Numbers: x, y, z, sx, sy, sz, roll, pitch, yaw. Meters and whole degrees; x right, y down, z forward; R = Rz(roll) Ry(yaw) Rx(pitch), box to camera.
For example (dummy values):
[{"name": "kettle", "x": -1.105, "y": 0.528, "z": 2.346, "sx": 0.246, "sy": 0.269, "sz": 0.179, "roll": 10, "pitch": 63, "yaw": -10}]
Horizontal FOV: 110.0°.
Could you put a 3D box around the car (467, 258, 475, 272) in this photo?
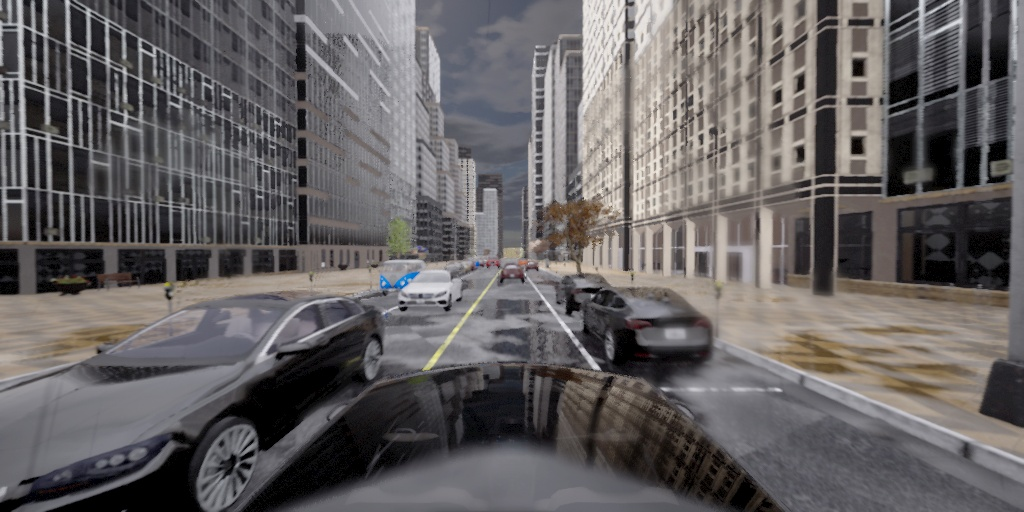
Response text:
[{"name": "car", "x": -5.750, "y": 1.297, "z": 41.518, "sx": 1.751, "sy": 1.417, "sz": 4.829, "roll": 0, "pitch": 0, "yaw": 0}]

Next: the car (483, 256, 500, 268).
[{"name": "car", "x": -3.124, "y": 1.008, "z": 60.644, "sx": 2.150, "sy": 2.045, "sz": 5.566, "roll": 0, "pitch": 0, "yaw": 0}]

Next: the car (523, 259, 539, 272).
[{"name": "car", "x": 2.622, "y": 1.350, "z": 47.326, "sx": 1.802, "sy": 1.307, "sz": 4.207, "roll": 0, "pitch": 0, "yaw": 0}]

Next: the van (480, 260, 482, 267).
[{"name": "van", "x": -5.768, "y": 1.125, "z": 52.936, "sx": 1.690, "sy": 1.789, "sz": 3.998, "roll": 0, "pitch": 0, "yaw": 0}]

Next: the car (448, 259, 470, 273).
[{"name": "car", "x": -5.741, "y": 1.318, "z": 36.062, "sx": 2.007, "sy": 1.370, "sz": 4.403, "roll": 0, "pitch": 0, "yaw": 0}]

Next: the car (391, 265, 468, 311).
[{"name": "car", "x": -3.108, "y": 1.279, "z": 14.534, "sx": 1.812, "sy": 1.442, "sz": 4.674, "roll": 0, "pitch": 0, "yaw": 0}]

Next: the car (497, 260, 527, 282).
[{"name": "car", "x": 0.036, "y": 1.280, "z": 28.671, "sx": 1.812, "sy": 1.442, "sz": 4.674, "roll": 0, "pitch": 0, "yaw": 0}]

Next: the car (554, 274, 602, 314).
[{"name": "car", "x": 2.676, "y": 1.312, "z": 13.576, "sx": 1.948, "sy": 1.339, "sz": 4.313, "roll": 0, "pitch": 0, "yaw": 0}]

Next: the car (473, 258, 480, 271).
[{"name": "car", "x": -5.759, "y": 1.323, "z": 47.312, "sx": 1.888, "sy": 1.381, "sz": 4.507, "roll": 0, "pitch": 0, "yaw": 0}]

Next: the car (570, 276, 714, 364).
[{"name": "car", "x": 2.686, "y": 1.312, "z": 7.951, "sx": 1.948, "sy": 1.339, "sz": 4.313, "roll": 0, "pitch": 0, "yaw": 0}]

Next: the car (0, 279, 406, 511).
[{"name": "car", "x": -3.099, "y": 1.245, "z": 4.288, "sx": 2.128, "sy": 1.511, "sz": 4.902, "roll": 0, "pitch": 0, "yaw": 0}]

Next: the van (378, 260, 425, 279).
[{"name": "van", "x": -5.713, "y": 1.099, "z": 19.187, "sx": 1.690, "sy": 1.789, "sz": 3.998, "roll": 0, "pitch": 0, "yaw": 0}]
